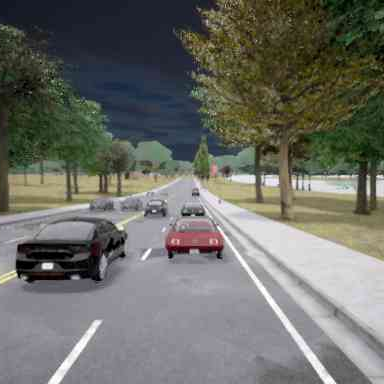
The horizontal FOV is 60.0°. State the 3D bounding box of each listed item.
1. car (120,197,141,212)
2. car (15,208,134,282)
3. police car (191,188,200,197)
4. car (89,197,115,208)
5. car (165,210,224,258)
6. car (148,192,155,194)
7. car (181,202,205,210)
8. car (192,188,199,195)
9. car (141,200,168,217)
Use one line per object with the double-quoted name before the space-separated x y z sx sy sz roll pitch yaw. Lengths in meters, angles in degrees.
"car" -6.606 1.346 36.636 1.837 1.490 4.892 0 0 0
"car" -3.168 1.468 9.791 1.882 1.535 5.008 0 0 0
"police car" 0.945 0.320 82.801 1.930 1.638 5.238 0 2 0
"car" -9.856 1.346 36.607 1.837 1.490 4.892 0 0 0
"car" 0.089 1.584 12.708 1.895 1.301 4.718 0 0 0
"car" -9.779 0.324 78.936 1.994 1.385 4.181 0 2 0
"car" 0.083 1.507 27.876 1.895 1.301 4.718 0 0 0
"car" 0.941 -0.174 92.708 2.150 2.045 5.566 0 2 0
"car" -3.166 1.416 30.150 1.812 1.442 4.674 0 0 0
